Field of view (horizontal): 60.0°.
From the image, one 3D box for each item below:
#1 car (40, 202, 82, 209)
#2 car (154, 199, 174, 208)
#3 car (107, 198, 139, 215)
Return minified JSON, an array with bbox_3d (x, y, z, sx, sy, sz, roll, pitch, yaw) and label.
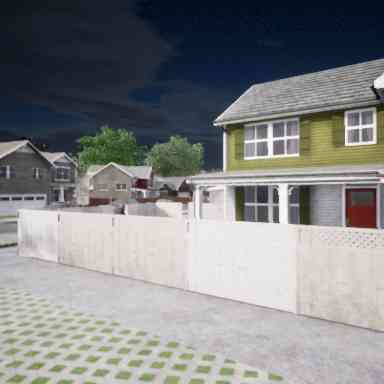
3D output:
[{"bbox_3d":[-10.682,1.580,26.541,1.837,1.490,4.892,0,0,18],"label":"car"},{"bbox_3d":[-3.959,1.688,45.881,1.812,1.442,4.674,0,0,22],"label":"car"},{"bbox_3d":[-7.480,1.470,36.236,2.097,1.767,4.553,0,0,19],"label":"car"}]
